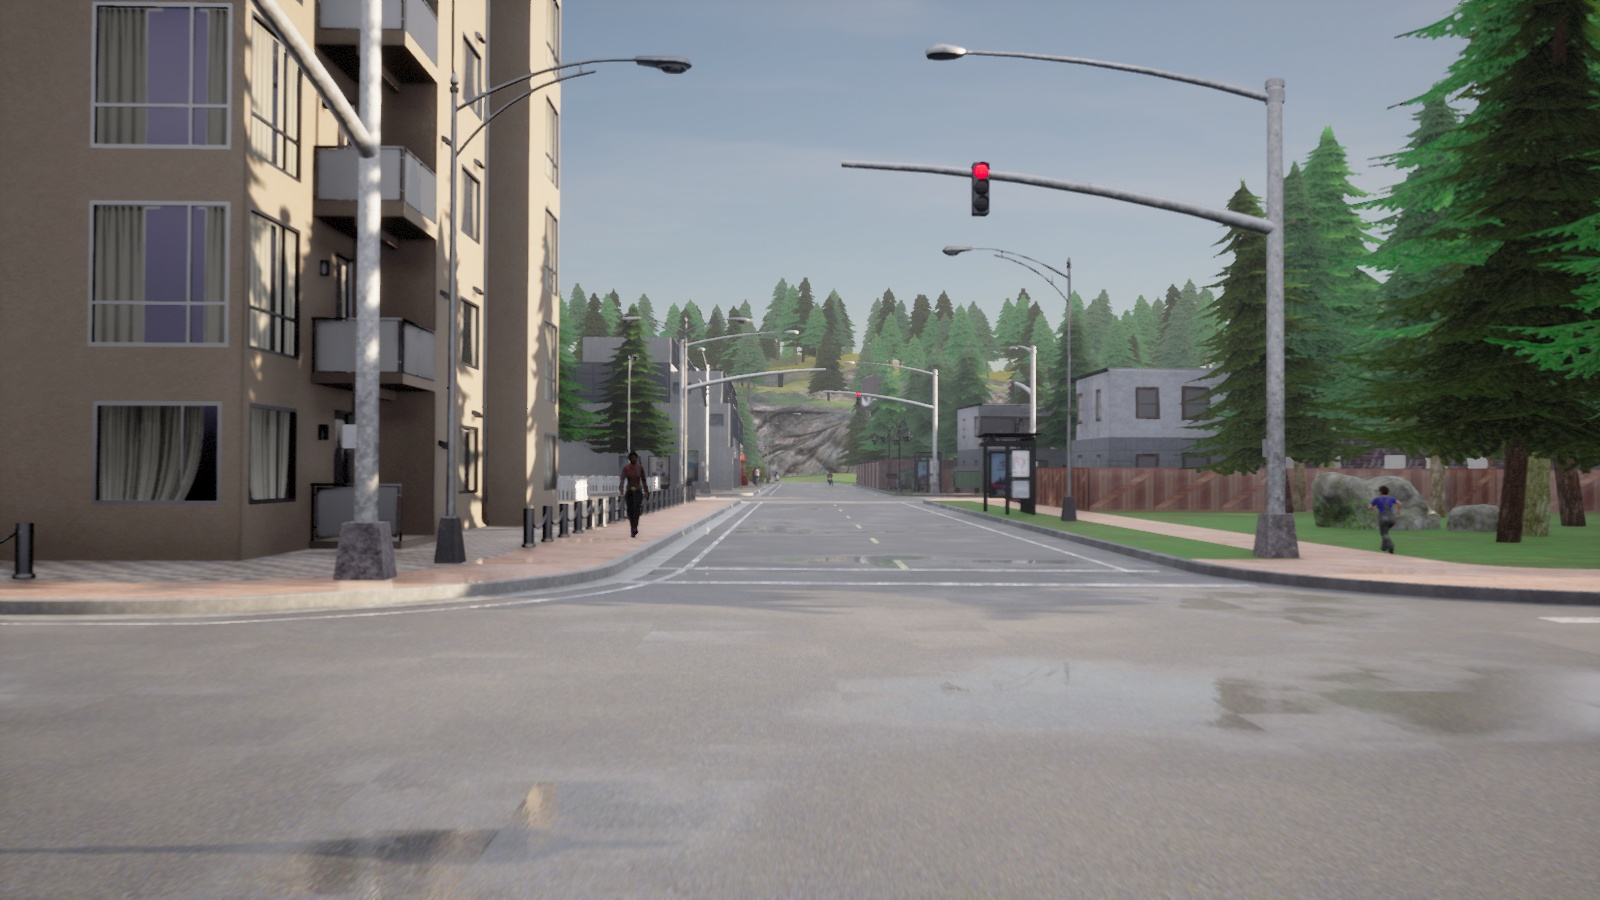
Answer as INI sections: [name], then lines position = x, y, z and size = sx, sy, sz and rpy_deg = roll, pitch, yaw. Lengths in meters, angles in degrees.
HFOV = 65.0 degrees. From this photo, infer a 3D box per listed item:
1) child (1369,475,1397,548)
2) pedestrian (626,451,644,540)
[child]
position = 10.343, 1.085, 22.278
size = 0.270, 1.263, 0.437
rpy_deg = 0, -1, -3
[pedestrian]
position = -3.409, 0.924, 25.969
size = 0.328, 1.805, 0.869
rpy_deg = 0, -1, -4
